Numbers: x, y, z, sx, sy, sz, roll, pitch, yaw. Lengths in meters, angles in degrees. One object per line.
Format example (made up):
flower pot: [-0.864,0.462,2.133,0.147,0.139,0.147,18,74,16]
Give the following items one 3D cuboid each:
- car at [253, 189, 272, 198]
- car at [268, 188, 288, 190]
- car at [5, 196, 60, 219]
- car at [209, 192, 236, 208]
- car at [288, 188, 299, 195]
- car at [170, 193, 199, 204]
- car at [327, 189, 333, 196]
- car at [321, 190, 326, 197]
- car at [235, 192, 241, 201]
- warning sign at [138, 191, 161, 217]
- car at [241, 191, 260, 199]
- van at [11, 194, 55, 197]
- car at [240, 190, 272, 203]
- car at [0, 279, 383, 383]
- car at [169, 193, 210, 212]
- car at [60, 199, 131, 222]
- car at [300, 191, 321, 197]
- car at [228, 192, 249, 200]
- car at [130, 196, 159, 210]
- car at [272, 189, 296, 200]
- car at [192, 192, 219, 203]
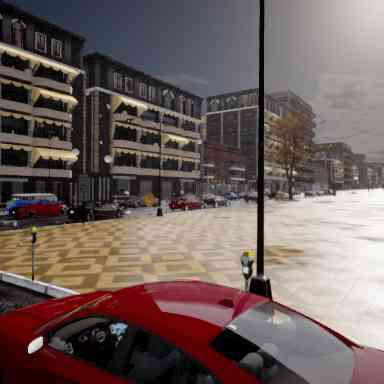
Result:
car: [14.797,0.226,69.729,2.192,1.841,5.009,2,2,35]
car: [15.670,0.569,60.835,1.837,1.490,4.892,1,1,35]
car: [-12.069,1.294,26.245,1.994,1.385,4.181,1,1,34]
car: [2.720,1.050,37.470,2.008,1.369,4.403,2,2,35]
car: [24.281,-0.030,83.481,2.192,1.841,5.009,2,2,35]
car: [-1.016,0.909,46.813,1.947,1.339,4.313,2,2,35]
car: [34.340,0.078,83.311,1.967,1.590,4.097,2,2,35]
car: [28.015,0.360,74.145,2.008,1.369,4.403,2,2,35]
car: [5.473,0.772,51.562,1.812,1.442,4.674,1,1,35]
warning sign: [-3.150,0.851,24.811,1.300,1.860,1.060,-1,0,35]
car: [11.536,0.525,65.009,1.752,1.417,4.829,2,2,35]
van: [-13.661,1.035,28.471,1.690,1.788,3.998,2,2,35]
car: [9.044,0.876,46.639,2.008,1.369,4.403,2,2,35]
car: [-0.324,1.544,3.095,4.507,1.381,1.887,0,0,35]
car: [-0.442,1.132,32.886,1.887,1.381,4.507,2,2,35]
car: [-6.765,1.329,23.719,1.947,1.339,4.313,2,2,35]
car: [24.854,0.445,69.562,2.008,1.369,4.403,2,2,35]
car: [8.470,0.649,60.567,1.947,1.339,4.313,2,2,35]
car: [-5.538,1.096,35.723,2.033,1.411,5.357,1,1,34]
car: [15.465,0.675,55.948,1.752,1.417,4.829,2,2,35]
car: [2.146,0.807,51.397,2.008,1.369,4.403,2,2,35]
